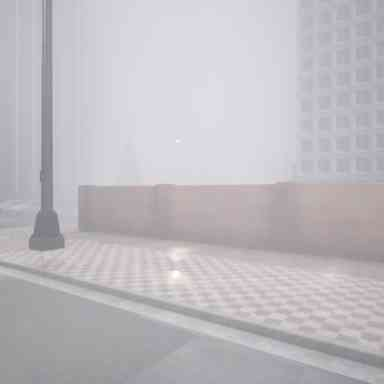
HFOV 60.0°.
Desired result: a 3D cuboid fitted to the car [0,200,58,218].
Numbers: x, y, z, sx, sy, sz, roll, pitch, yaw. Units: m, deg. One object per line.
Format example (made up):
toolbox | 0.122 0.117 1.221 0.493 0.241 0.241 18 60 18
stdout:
car | -14.498 1.505 30.138 1.812 1.442 4.674 0 0 35
